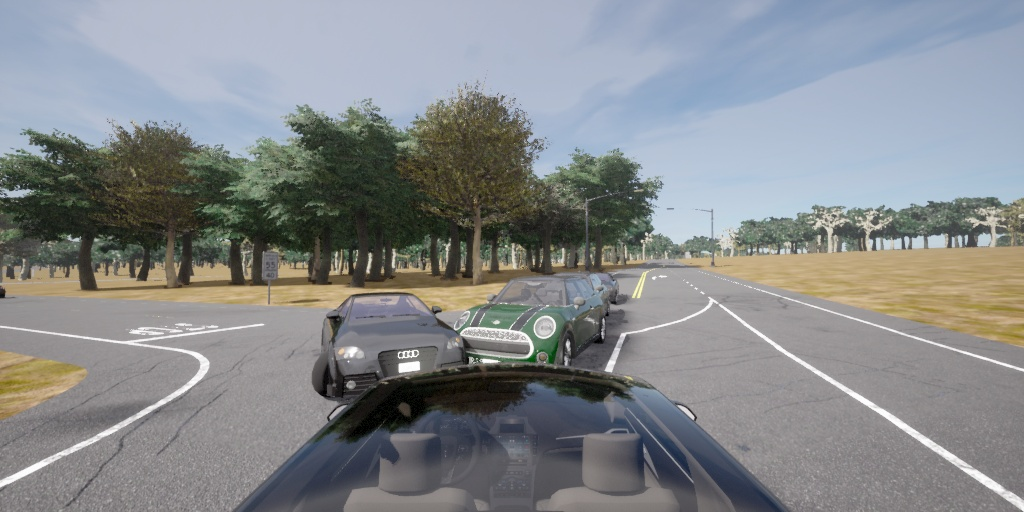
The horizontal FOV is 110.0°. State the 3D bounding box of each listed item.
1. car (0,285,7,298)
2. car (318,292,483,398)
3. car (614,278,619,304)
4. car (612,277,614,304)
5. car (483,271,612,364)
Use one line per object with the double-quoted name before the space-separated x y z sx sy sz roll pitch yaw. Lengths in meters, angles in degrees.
"car" -40.845 2.559 27.369 4.181 1.385 1.994 -2 -3 22
"car" -2.350 1.375 6.587 1.994 1.385 4.181 1 -2 -29
"car" 4.228 1.508 17.829 1.994 1.385 4.181 -1 0 19
"car" 2.031 1.343 12.103 2.097 1.767 4.553 -1 -1 21
"car" 0.623 1.217 7.791 2.097 1.767 4.553 -1 -2 26
